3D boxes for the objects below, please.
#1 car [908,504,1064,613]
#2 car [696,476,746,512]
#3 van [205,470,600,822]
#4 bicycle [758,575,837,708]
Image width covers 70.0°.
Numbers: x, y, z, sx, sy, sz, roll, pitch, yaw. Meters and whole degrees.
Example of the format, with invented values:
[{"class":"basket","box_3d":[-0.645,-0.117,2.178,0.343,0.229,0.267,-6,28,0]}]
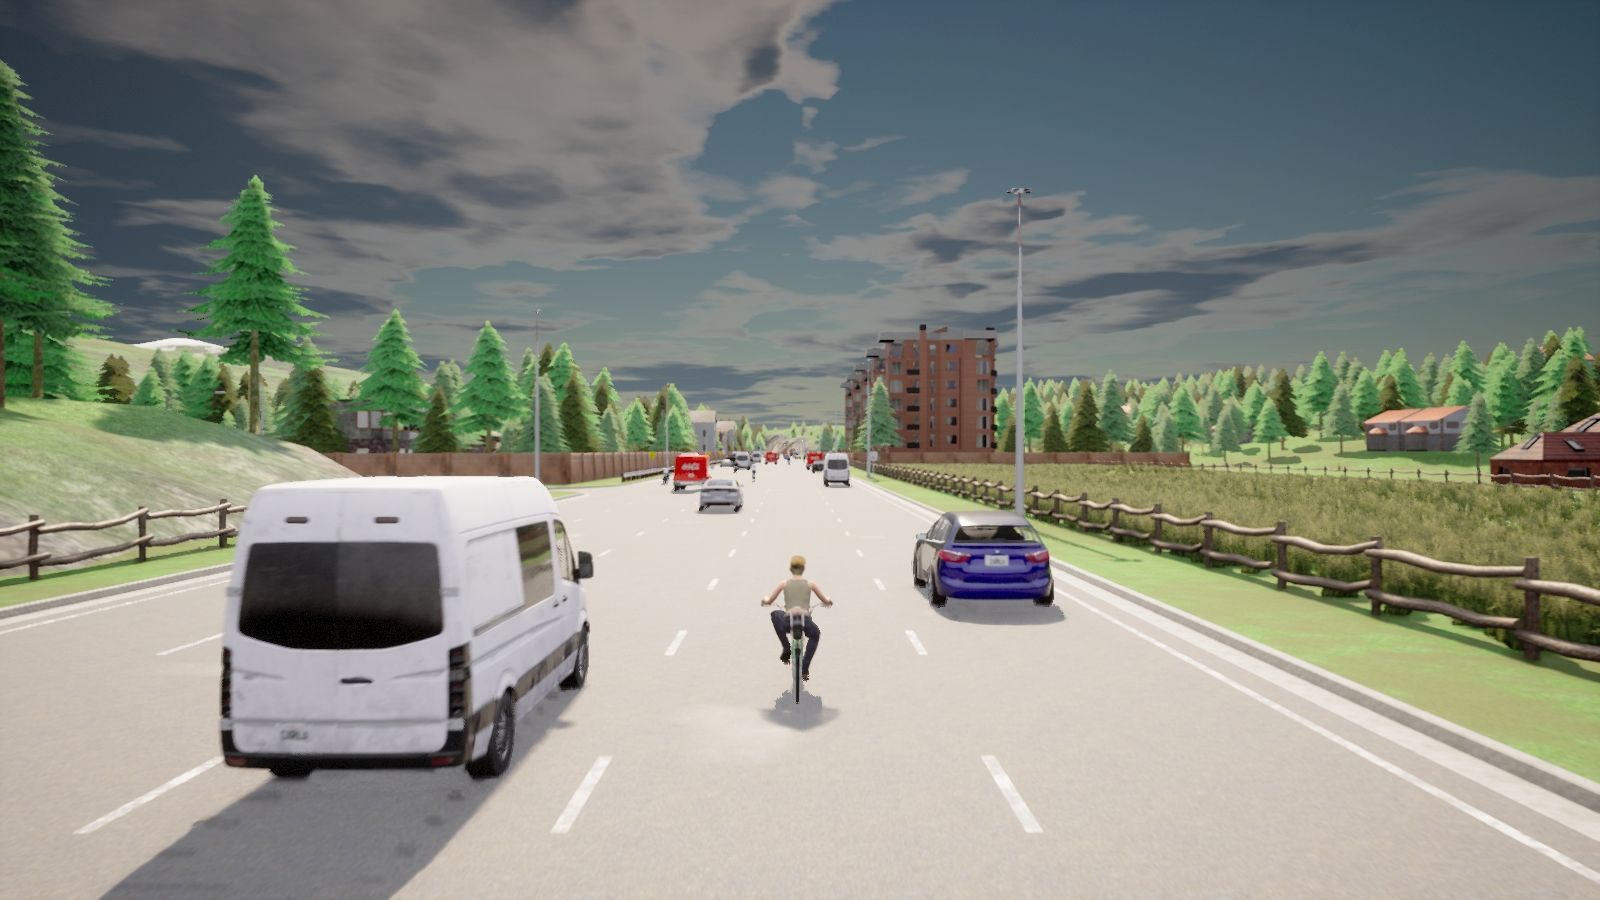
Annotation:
[{"class":"car","box_3d":[3.426,1.981,22.049,2.242,1.667,4.611,0,0,0]},{"class":"car","box_3d":[-3.746,2.067,54.855,2.097,1.535,5.006,0,0,0]},{"class":"van","box_3d":[-3.539,1.542,11.639,1.988,2.561,5.915,0,0,0]},{"class":"bicycle","box_3d":[-0.031,2.166,13.189,0.859,1.276,1.487,0,0,-1]}]
